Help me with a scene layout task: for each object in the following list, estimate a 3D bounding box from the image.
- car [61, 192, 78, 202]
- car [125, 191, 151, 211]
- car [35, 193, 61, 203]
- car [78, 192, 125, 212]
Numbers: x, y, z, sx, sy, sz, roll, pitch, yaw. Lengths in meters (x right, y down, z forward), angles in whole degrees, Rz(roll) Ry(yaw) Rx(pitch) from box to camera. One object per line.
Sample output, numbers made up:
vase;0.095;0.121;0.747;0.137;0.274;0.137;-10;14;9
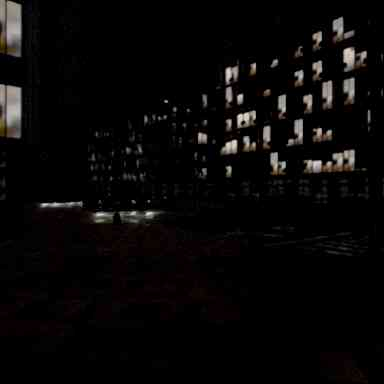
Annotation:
car;-17.670;0.730;48.118;2.033;1.411;5.357;0;1;-38
car;-5.958;0.856;33.016;2.097;1.767;4.553;0;1;-38
car;-20.211;0.777;46.092;1.895;1.301;4.718;0;1;-38
car;-8.514;0.850;31.008;2.097;1.767;4.553;0;1;-38
